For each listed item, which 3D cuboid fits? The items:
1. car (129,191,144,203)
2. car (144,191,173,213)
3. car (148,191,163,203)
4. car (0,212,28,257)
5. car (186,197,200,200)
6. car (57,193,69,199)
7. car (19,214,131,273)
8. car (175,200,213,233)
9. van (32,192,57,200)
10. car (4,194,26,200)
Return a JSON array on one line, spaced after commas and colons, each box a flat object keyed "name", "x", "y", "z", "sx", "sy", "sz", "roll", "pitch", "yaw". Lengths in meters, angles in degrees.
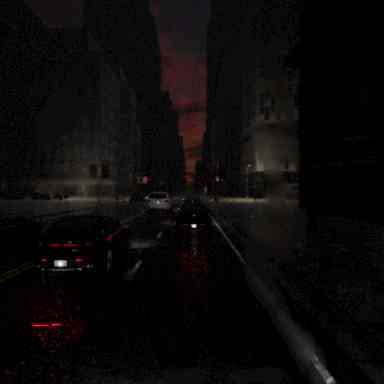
[{"name": "car", "x": -9.759, "y": 0.882, "z": 59.366, "sx": 2.150, "sy": 2.045, "sz": 5.566, "roll": 0, "pitch": 0, "yaw": 0}, {"name": "car", "x": -3.150, "y": 1.028, "z": 33.611, "sx": 2.150, "sy": 2.045, "sz": 5.566, "roll": 0, "pitch": 0, "yaw": 0}, {"name": "car", "x": -6.507, "y": 0.869, "z": 59.680, "sx": 2.150, "sy": 2.045, "sz": 5.566, "roll": 0, "pitch": 0, "yaw": 0}, {"name": "car", "x": -6.600, "y": 1.433, "z": 10.567, "sx": 2.128, "sy": 1.511, "sz": 4.902, "roll": 0, "pitch": 0, "yaw": 0}, {"name": "car", "x": 0.098, "y": 1.270, "z": 35.984, "sx": 1.882, "sy": 1.535, "sz": 5.008, "roll": 0, "pitch": 0, "yaw": 0}, {"name": "car", "x": -30.545, "y": 0.955, "z": 76.524, "sx": 4.313, "sy": 1.339, "sz": 1.947, "roll": 0, "pitch": 1, "yaw": 0}, {"name": "car", "x": -3.152, "y": 1.447, "z": 10.399, "sx": 1.837, "sy": 1.490, "sz": 4.892, "roll": 0, "pitch": 0, "yaw": 0}, {"name": "car", "x": 0.099, "y": 1.399, "z": 18.737, "sx": 1.837, "sy": 1.490, "sz": 4.892, "roll": 0, "pitch": 0, "yaw": 0}, {"name": "van", "x": -30.550, "y": 0.887, "z": 67.996, "sx": 3.998, "sy": 1.788, "sz": 1.690, "roll": 0, "pitch": 1, "yaw": 0}, {"name": "car", "x": -36.200, "y": 1.099, "z": 68.004, "sx": 4.206, "sy": 1.307, "sz": 1.802, "roll": 0, "pitch": 1, "yaw": 0}]
